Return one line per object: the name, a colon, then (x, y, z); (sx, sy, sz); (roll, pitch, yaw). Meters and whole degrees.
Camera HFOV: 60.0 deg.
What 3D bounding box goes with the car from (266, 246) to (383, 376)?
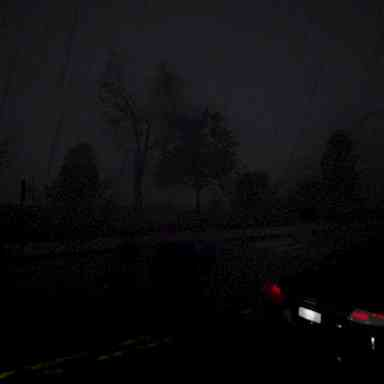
car: (3.236, 1.638, 5.595); (4.181, 1.385, 1.994); (1, 0, -34)
